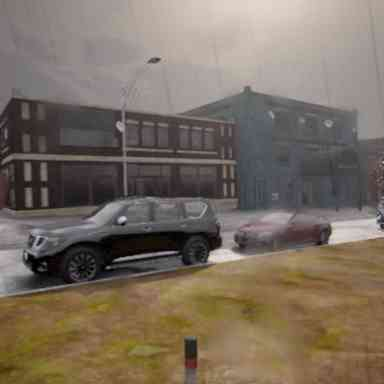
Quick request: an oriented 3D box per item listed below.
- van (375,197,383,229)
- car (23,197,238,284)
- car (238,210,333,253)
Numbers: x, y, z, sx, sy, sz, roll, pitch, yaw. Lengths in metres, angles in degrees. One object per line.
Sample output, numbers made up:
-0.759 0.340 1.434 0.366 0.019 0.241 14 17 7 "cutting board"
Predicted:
12.731 1.215 19.812 4.442 1.987 1.878 0 0 -33 "van"
-1.669 1.168 9.493 5.566 2.045 2.435 0 0 -35 "car"
3.814 1.458 13.420 4.674 1.452 2.002 0 0 -35 "car"
